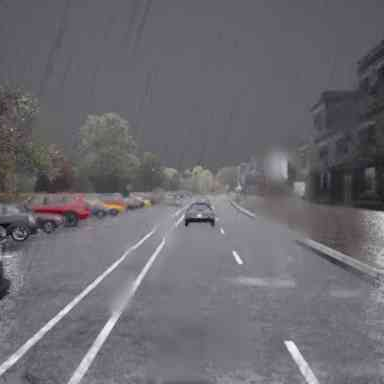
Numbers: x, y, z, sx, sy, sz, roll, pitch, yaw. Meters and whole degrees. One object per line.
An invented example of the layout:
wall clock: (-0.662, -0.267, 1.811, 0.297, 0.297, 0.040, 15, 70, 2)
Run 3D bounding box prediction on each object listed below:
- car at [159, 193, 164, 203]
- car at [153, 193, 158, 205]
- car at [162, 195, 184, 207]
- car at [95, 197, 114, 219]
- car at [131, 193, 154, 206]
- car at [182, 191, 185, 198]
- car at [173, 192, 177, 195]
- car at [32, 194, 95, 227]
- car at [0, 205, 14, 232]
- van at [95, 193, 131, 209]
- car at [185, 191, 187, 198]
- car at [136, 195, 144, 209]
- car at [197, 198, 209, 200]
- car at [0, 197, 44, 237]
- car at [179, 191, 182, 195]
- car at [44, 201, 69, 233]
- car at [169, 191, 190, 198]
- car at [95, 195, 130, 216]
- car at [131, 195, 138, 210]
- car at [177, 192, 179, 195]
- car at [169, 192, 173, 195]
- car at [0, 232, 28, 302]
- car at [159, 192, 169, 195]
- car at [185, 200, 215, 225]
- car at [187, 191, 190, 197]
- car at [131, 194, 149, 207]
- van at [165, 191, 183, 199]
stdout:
car: (-7.417, 1.350, 53.258, 4.674, 1.452, 2.002, -1, 0, -16)
car: (-7.830, 1.333, 47.327, 5.008, 1.535, 2.097, -1, 0, -16)
car: (-2.623, 1.444, 46.736, 1.895, 1.301, 4.718, 0, 0, 4)
car: (-8.926, 1.419, 26.604, 4.674, 1.452, 2.002, -1, 0, -18)
car: (-8.207, 1.342, 44.312, 5.366, 1.575, 1.946, -1, 0, -17)
car: (-5.083, 1.125, 79.865, 5.008, 1.535, 2.097, -1, 0, -15)
car: (-6.259, 1.240, 65.153, 5.366, 1.575, 1.946, -1, 0, -15)
car: (-9.161, 1.146, 20.652, 5.566, 2.045, 2.435, -1, 0, -18)
car: (-9.359, 1.430, 11.758, 4.892, 1.521, 2.231, -1, 0, -19)
van: (-8.565, 1.138, 32.577, 4.442, 1.987, 1.878, -1, 0, -18)
car: (-4.836, 0.846, 82.797, 5.566, 2.045, 2.435, -1, 1, -15)
car: (-8.350, 1.395, 38.455, 4.674, 1.452, 2.002, 0, 0, -17)
car: (1.353, 1.405, 40.852, 2.033, 1.411, 5.357, 0, 0, 3)
car: (-9.258, 1.291, 14.730, 4.553, 1.767, 2.185, -1, 0, -19)
car: (-5.379, 1.027, 76.904, 4.553, 1.767, 2.185, -1, 0, -15)
car: (-9.219, 1.446, 17.698, 4.674, 1.452, 2.002, -1, 0, -19)
car: (-3.691, 0.715, 94.607, 5.566, 2.045, 2.435, -1, 0, -15)
car: (-8.627, 1.366, 29.629, 5.366, 1.575, 1.946, -1, 0, -18)
car: (-8.525, 1.401, 35.505, 4.674, 1.452, 2.002, -1, 0, -17)
car: (-5.920, 1.232, 71.003, 4.792, 1.488, 2.163, -1, 1, -15)
car: (-6.706, 1.266, 62.144, 4.892, 1.521, 2.231, -1, 0, -15)
car: (-4.221, 1.526, 3.694, 2.033, 1.411, 5.357, 0, 0, 0)
car: (-6.921, 1.155, 59.187, 4.553, 1.767, 2.185, -1, 1, -15)
car: (0.543, 1.463, 23.040, 1.994, 1.385, 4.181, 0, 0, 2)
car: (-3.815, 0.994, 91.712, 5.366, 1.575, 1.946, -1, 0, -15)
car: (-8.198, 1.390, 41.398, 4.674, 1.452, 2.002, -1, 0, -17)
van: (-4.644, 0.842, 85.718, 4.442, 1.987, 1.878, -1, 1, -15)
